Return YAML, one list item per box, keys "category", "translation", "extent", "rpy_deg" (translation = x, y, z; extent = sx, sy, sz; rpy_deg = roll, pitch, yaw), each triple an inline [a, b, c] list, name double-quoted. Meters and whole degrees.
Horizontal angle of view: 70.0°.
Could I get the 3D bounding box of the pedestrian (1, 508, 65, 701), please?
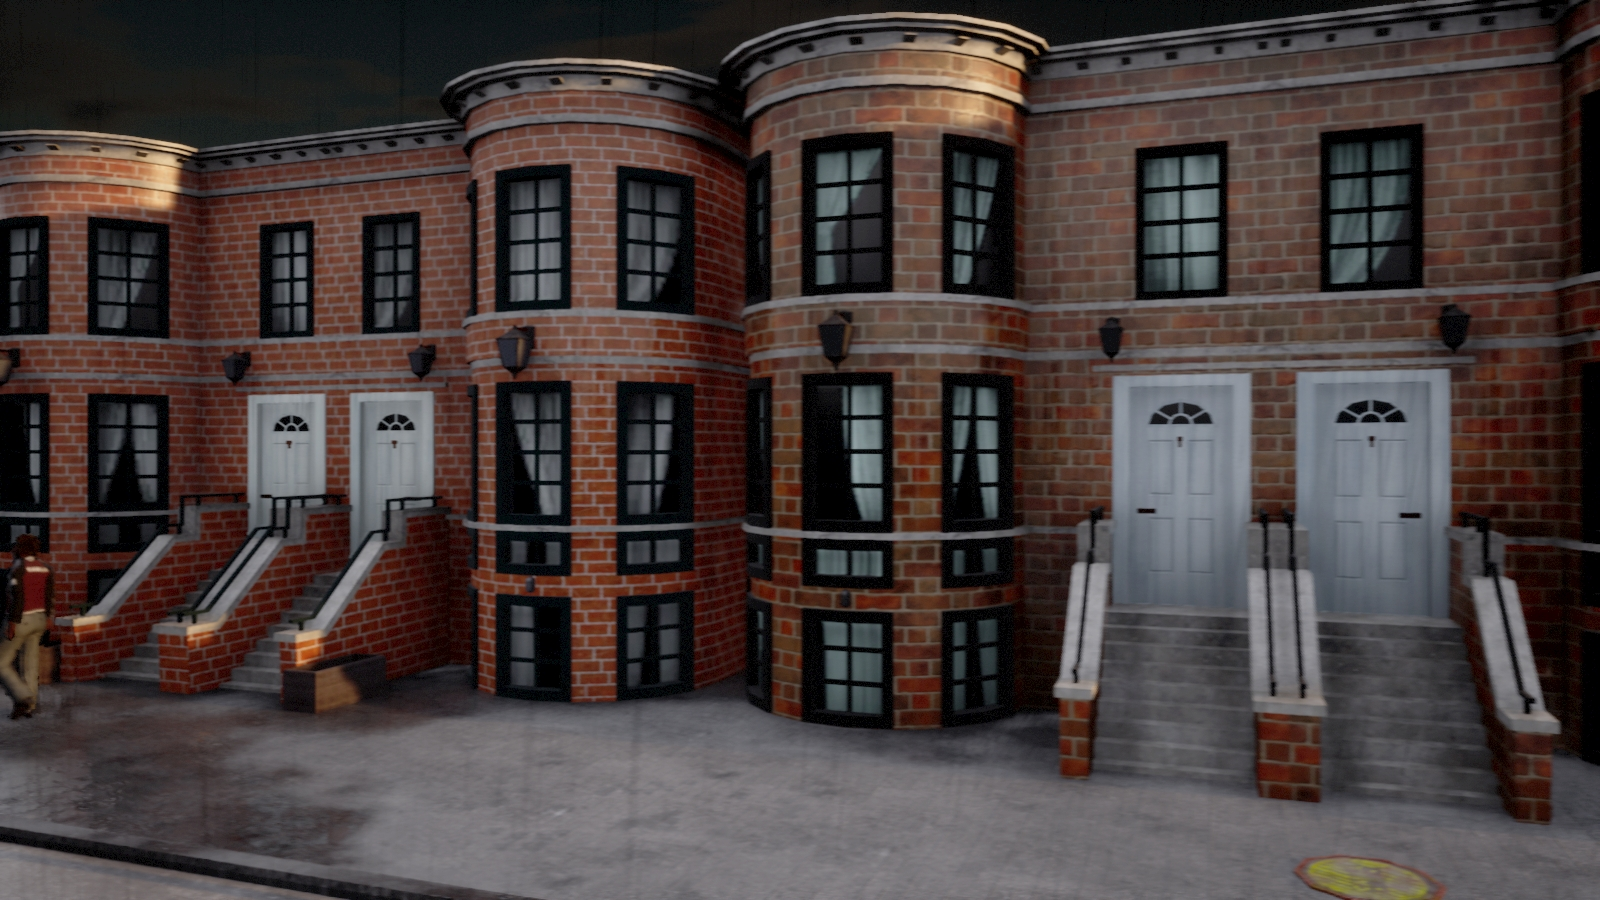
- category: "pedestrian"
  translation: [-7.638, 1.523, 11.382]
  extent: [0.375, 1.860, 0.375]
  rpy_deg: [0, 0, 17]
